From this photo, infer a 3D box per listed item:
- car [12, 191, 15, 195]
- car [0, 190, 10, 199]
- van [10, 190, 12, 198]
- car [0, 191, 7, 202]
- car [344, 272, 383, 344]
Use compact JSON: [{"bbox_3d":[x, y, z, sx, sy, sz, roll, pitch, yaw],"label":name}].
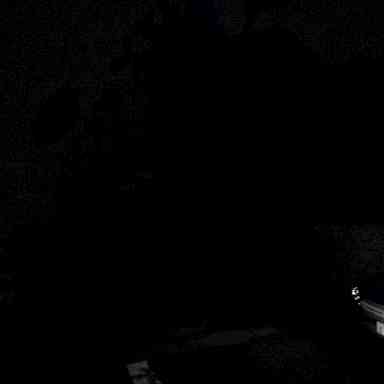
[{"bbox_3d":[-44.833,0.422,80.737,2.192,1.841,5.009,0,1,-26],"label":"car"},{"bbox_3d":[-35.192,0.612,60.818,2.192,1.841,5.009,0,1,-26],"label":"car"},{"bbox_3d":[-40.013,0.542,70.777,1.690,1.788,3.998,0,1,-26],"label":"van"},{"bbox_3d":[-32.783,0.895,55.840,2.008,1.369,4.403,0,1,-26],"label":"car"},{"bbox_3d":[4.523,1.518,5.233,4.674,1.442,1.812,1,1,-28],"label":"car"}]
